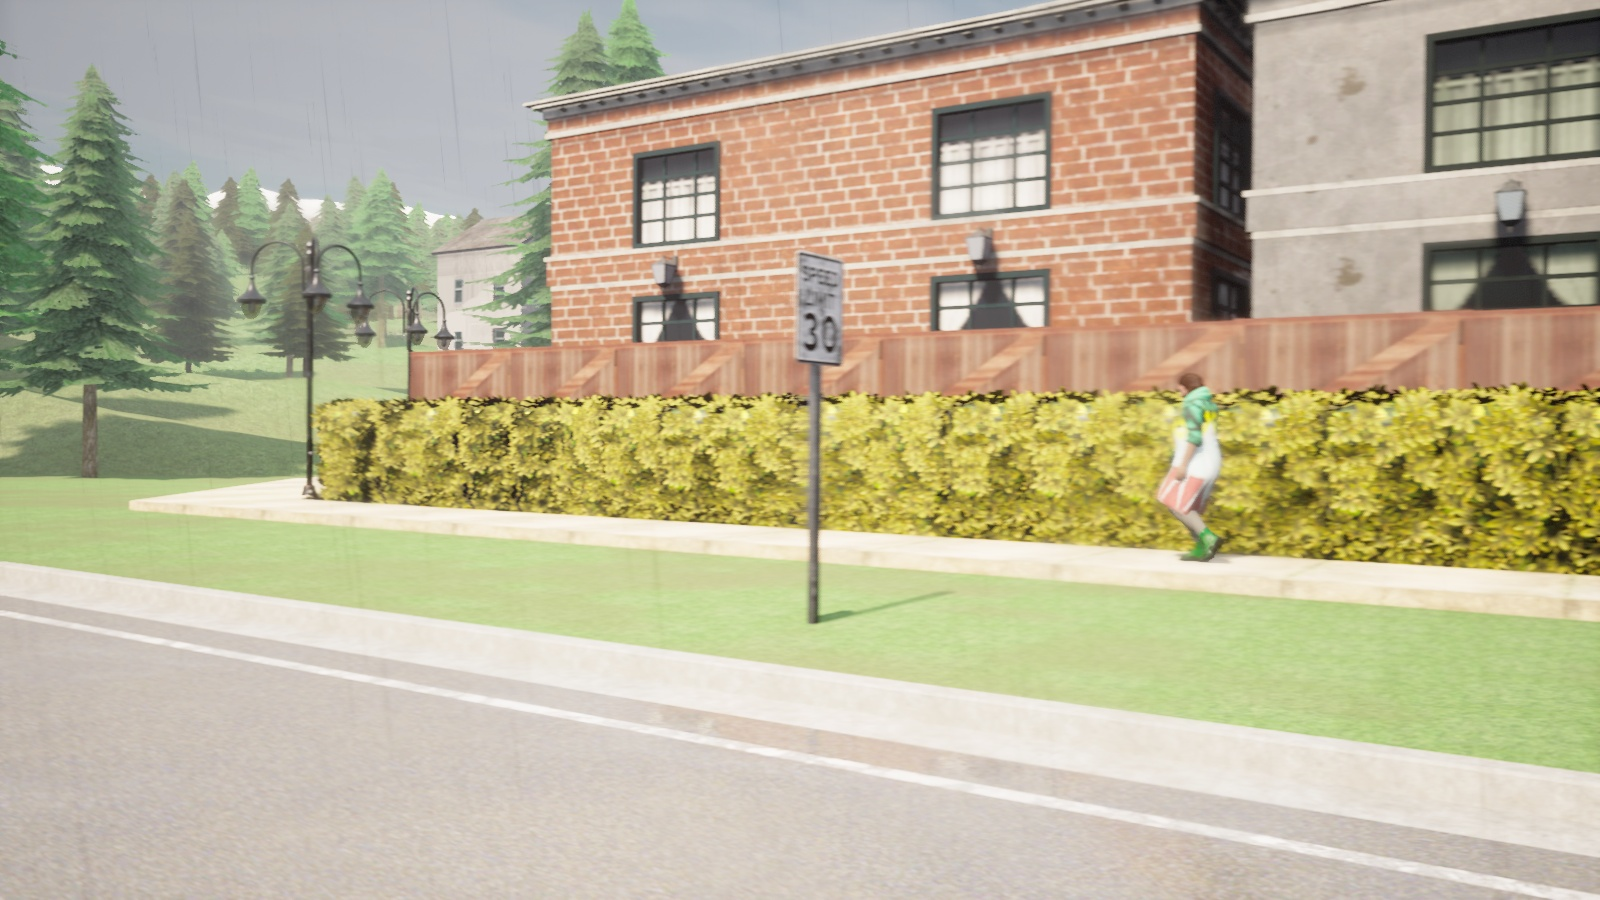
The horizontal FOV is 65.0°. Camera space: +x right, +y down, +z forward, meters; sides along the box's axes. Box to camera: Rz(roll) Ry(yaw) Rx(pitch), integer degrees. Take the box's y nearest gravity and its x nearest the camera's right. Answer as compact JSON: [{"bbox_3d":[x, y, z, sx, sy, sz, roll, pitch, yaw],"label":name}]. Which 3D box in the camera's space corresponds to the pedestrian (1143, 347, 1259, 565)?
[{"bbox_3d":[3.755,0.046,11.753,0.873,1.952,0.659,0,1,34],"label":"pedestrian"}]
